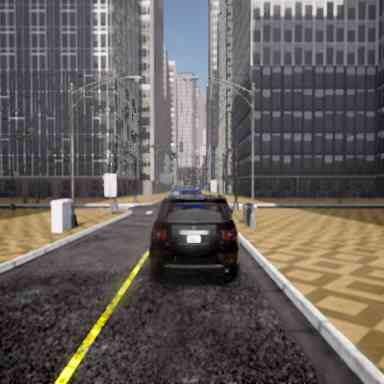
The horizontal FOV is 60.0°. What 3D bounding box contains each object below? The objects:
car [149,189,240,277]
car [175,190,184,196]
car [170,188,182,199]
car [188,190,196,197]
[{"bbox_3d":[0.087,1.058,9.822,2.150,2.045,5.566,0,1,1],"label":"car"},{"bbox_3d":[-3.009,0.203,81.000,2.033,1.411,5.357,0,1,0],"label":"car"},{"bbox_3d":[-3.029,0.202,64.684,2.150,2.045,5.566,0,1,1],"label":"car"},{"bbox_3d":[-0.010,0.288,79.336,1.812,1.442,4.674,0,1,0],"label":"car"}]
